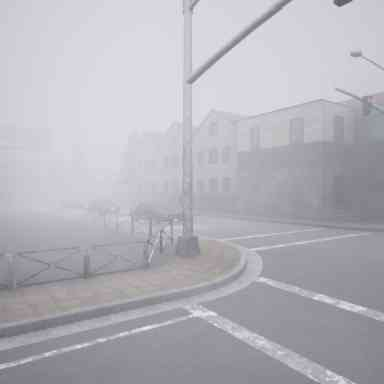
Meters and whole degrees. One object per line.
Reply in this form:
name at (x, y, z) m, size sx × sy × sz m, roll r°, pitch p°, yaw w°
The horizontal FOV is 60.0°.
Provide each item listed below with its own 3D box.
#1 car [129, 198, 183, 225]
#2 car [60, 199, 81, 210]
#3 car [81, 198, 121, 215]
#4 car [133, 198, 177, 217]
car at (-2.538, 1.371, 22.887) m, size 2.033 × 1.411 × 5.357 m, roll 0°, pitch 0°, yaw -35°
car at (-14.103, 1.425, 39.278) m, size 1.895 × 1.301 × 4.718 m, roll 0°, pitch 0°, yaw -35°
car at (-8.283, 1.315, 31.006) m, size 2.128 × 1.511 × 4.902 m, roll 0°, pitch 0°, yaw -35°
car at (-3.483, 1.328, 30.598) m, size 1.837 × 1.490 × 4.892 m, roll 0°, pitch 0°, yaw -35°
